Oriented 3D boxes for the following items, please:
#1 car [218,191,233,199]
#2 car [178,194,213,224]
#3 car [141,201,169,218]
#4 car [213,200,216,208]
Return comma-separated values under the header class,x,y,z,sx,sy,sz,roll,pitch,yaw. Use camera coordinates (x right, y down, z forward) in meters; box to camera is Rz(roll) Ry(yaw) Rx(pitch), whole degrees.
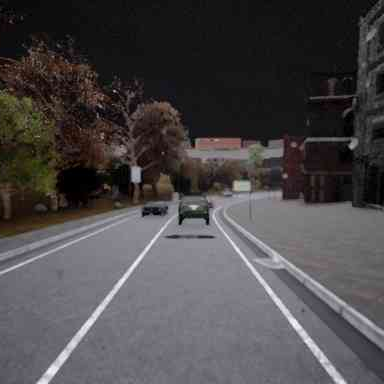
class,x,y,z,sx,sy,sz,roll,pitch,yaw
car,7.017,0.558,69.471,1.812,1.442,4.674,3,3,27
car,0.183,1.176,24.445,2.150,2.045,5.566,0,0,1
car,-3.280,1.528,29.981,1.895,1.301,4.718,0,0,3
car,1.888,1.357,42.613,1.812,1.442,4.674,1,1,10
